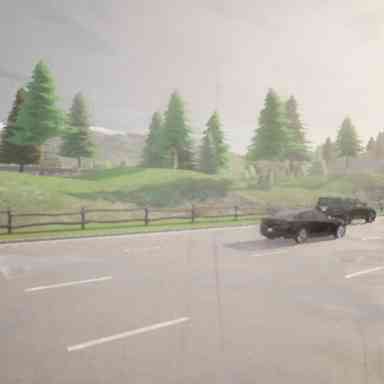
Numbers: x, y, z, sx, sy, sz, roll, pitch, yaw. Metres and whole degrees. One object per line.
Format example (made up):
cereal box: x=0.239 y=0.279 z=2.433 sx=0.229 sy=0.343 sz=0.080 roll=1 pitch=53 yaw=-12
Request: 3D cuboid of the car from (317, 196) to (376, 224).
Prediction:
car: x=11.392 y=1.337 z=24.744 sx=5.566 sy=2.045 sz=2.150 roll=0 pitch=0 yaw=-35

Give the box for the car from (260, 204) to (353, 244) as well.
car: x=5.495 y=1.543 z=16.248 sx=5.008 sy=1.535 sz=1.882 roll=0 pitch=0 yaw=-35
